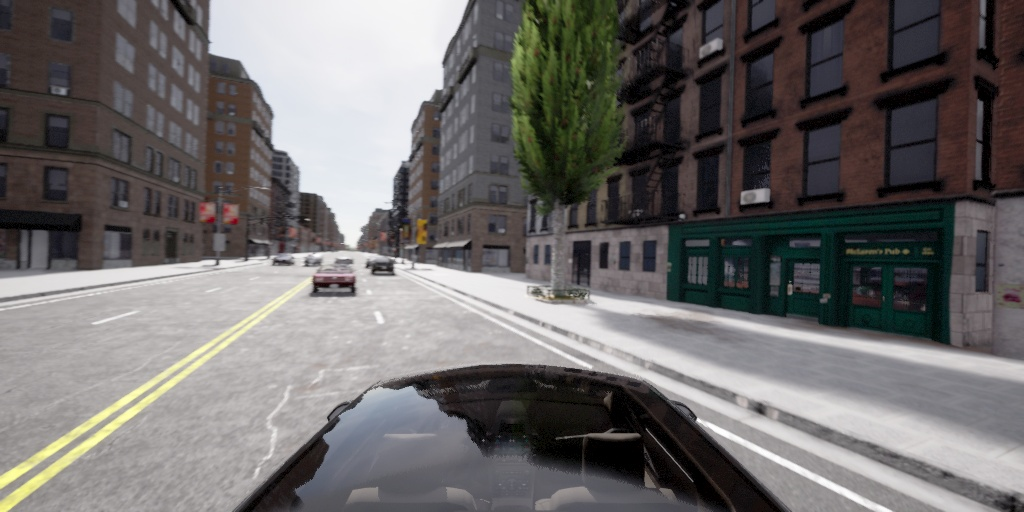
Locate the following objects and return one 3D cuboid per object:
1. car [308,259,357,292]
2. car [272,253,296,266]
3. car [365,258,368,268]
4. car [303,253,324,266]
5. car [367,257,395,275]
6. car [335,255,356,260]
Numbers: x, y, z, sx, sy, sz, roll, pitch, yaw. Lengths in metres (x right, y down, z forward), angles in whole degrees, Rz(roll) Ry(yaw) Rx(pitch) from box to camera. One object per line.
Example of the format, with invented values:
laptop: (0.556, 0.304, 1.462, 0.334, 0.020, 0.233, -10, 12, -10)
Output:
car: (-8.998, 1.047, 18.381, 1.895, 1.301, 4.718, 2, 0, -24)
car: (-26.984, 0.379, 42.596, 2.033, 1.411, 5.357, 2, 0, -24)
car: (-16.380, 0.759, 42.745, 1.994, 1.385, 4.181, 2, 0, -24)
car: (-23.365, 0.448, 42.413, 2.128, 1.511, 4.902, 2, 0, -23)
car: (-11.818, 0.829, 32.722, 1.882, 1.535, 5.008, 2, 0, -24)
car: (-17.678, 0.641, 37.917, 2.128, 1.511, 4.902, 2, 0, -24)
